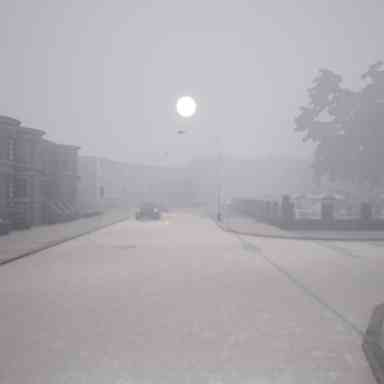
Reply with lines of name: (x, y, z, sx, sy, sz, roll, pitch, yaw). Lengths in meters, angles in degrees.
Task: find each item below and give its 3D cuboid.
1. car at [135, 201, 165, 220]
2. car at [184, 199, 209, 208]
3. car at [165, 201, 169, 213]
car: (-4.108, 1.696, 32.090, 2.097, 1.767, 4.553, 0, -1, 0)
car: (0.909, 2.151, 62.260, 5.008, 1.535, 1.882, 0, -1, -32)
car: (-4.130, 1.980, 44.646, 1.837, 1.490, 4.892, 0, 0, 0)
